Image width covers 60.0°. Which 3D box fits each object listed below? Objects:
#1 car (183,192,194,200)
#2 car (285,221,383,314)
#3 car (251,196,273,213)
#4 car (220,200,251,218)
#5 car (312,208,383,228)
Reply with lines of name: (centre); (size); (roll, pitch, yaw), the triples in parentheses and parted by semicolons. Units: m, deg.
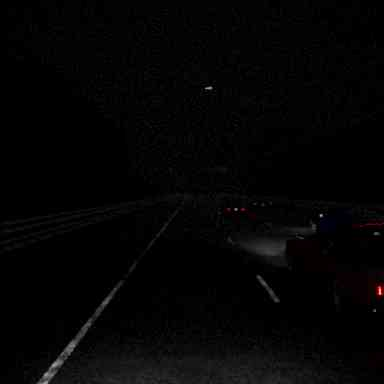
car: (-1.197, 1.088, 92.044); (2.150, 2.045, 5.566); (0, 0, 0)
car: (3.603, 1.587, 7.532); (1.895, 1.301, 4.718); (0, 0, 0)
car: (7.111, 1.288, 35.471); (2.097, 1.767, 4.553); (0, 0, 0)
car: (3.611, 1.493, 30.004); (2.033, 1.411, 5.357); (0, 0, 0)
car: (7.106, 1.450, 15.220); (1.882, 1.535, 5.008); (0, 0, 0)
